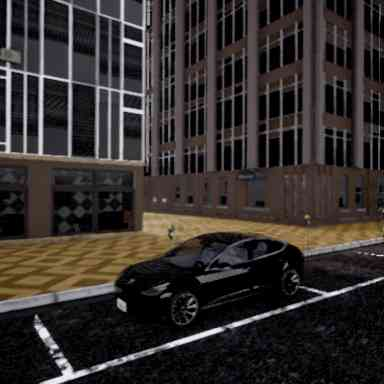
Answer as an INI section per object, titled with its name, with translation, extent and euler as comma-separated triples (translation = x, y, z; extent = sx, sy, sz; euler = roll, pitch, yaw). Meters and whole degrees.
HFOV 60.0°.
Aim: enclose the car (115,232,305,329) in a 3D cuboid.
[car]
translation = 0.573, 1.562, 6.965
extent = 4.313, 1.339, 1.947
euler = 0, 1, -36
